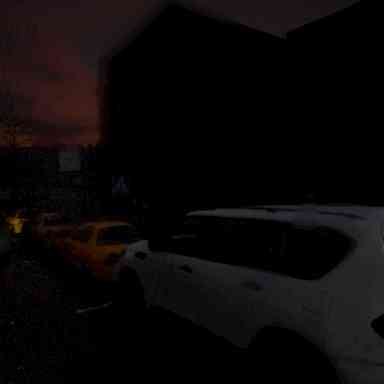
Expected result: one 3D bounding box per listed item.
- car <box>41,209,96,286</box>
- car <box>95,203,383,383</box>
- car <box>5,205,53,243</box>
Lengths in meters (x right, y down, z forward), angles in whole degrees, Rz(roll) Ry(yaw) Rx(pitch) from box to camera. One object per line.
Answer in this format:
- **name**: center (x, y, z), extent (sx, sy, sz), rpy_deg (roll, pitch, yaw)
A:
- **car**: center (-2.602, 1.470, 9.534), extent (1.946, 1.575, 5.366), rpy_deg (-1, 0, -36)
- **car**: center (0.824, 1.194, 4.844), extent (2.435, 2.045, 5.566), rpy_deg (-1, 0, -36)
- **car**: center (-9.119, 1.524, 18.455), extent (1.946, 1.575, 5.366), rpy_deg (-1, 0, -36)
